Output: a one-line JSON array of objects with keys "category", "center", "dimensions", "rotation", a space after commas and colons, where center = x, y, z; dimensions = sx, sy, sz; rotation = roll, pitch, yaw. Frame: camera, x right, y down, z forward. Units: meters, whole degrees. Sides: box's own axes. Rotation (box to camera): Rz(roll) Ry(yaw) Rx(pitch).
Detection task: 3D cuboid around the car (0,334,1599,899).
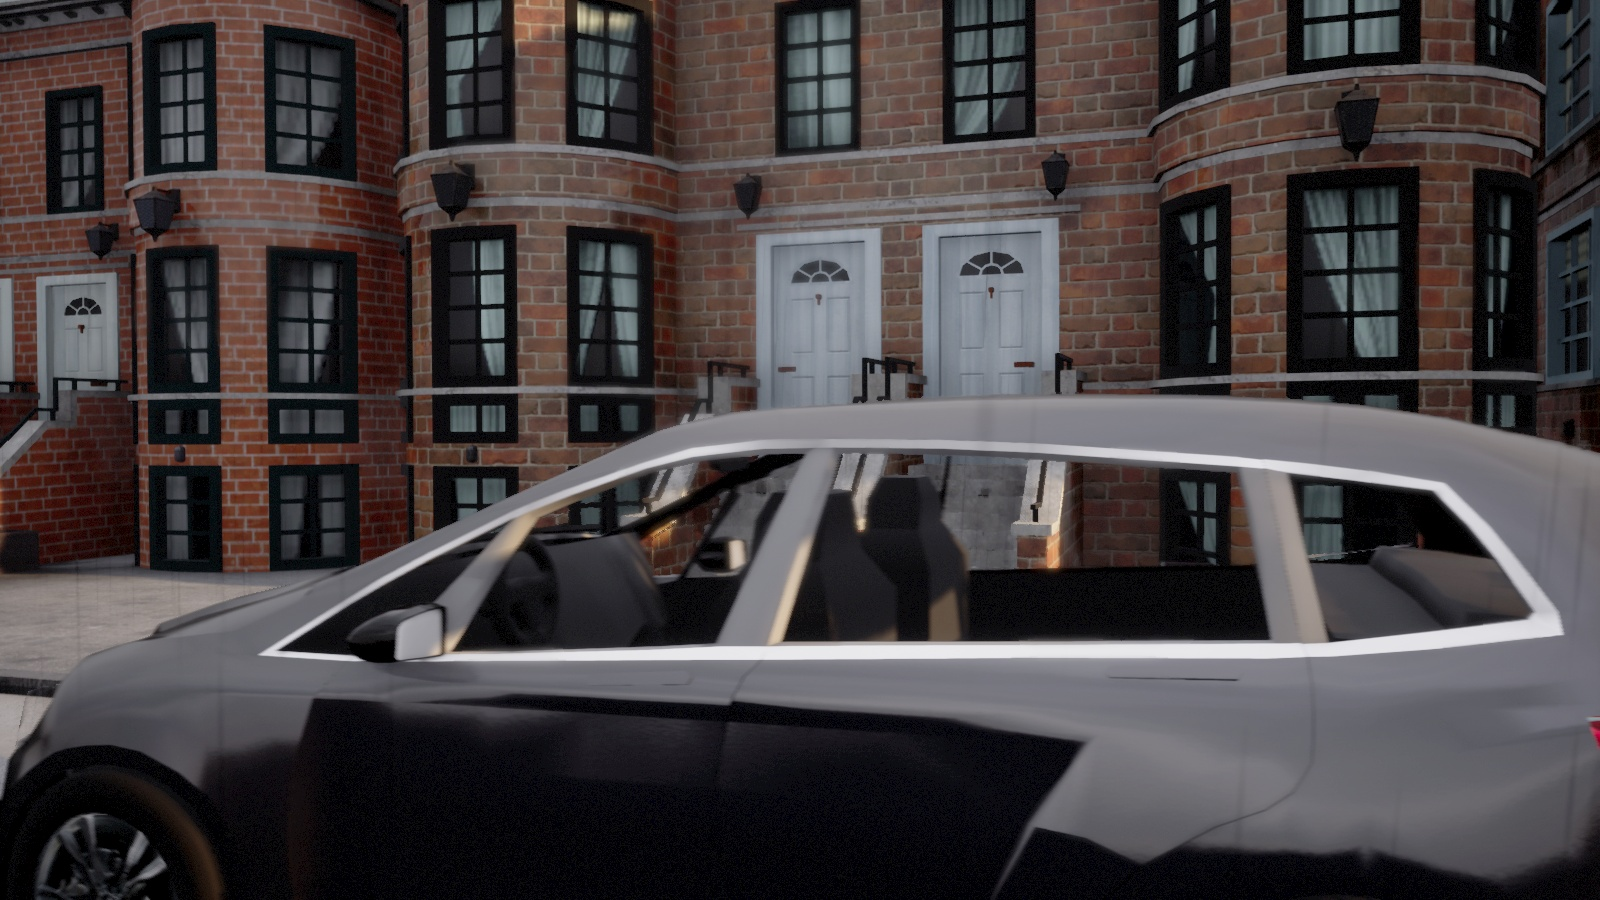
[{"category": "car", "center": [-0.057, 0.612, 3.735], "dimensions": [4.611, 1.667, 2.242], "rotation": [0, 1, 19]}]
